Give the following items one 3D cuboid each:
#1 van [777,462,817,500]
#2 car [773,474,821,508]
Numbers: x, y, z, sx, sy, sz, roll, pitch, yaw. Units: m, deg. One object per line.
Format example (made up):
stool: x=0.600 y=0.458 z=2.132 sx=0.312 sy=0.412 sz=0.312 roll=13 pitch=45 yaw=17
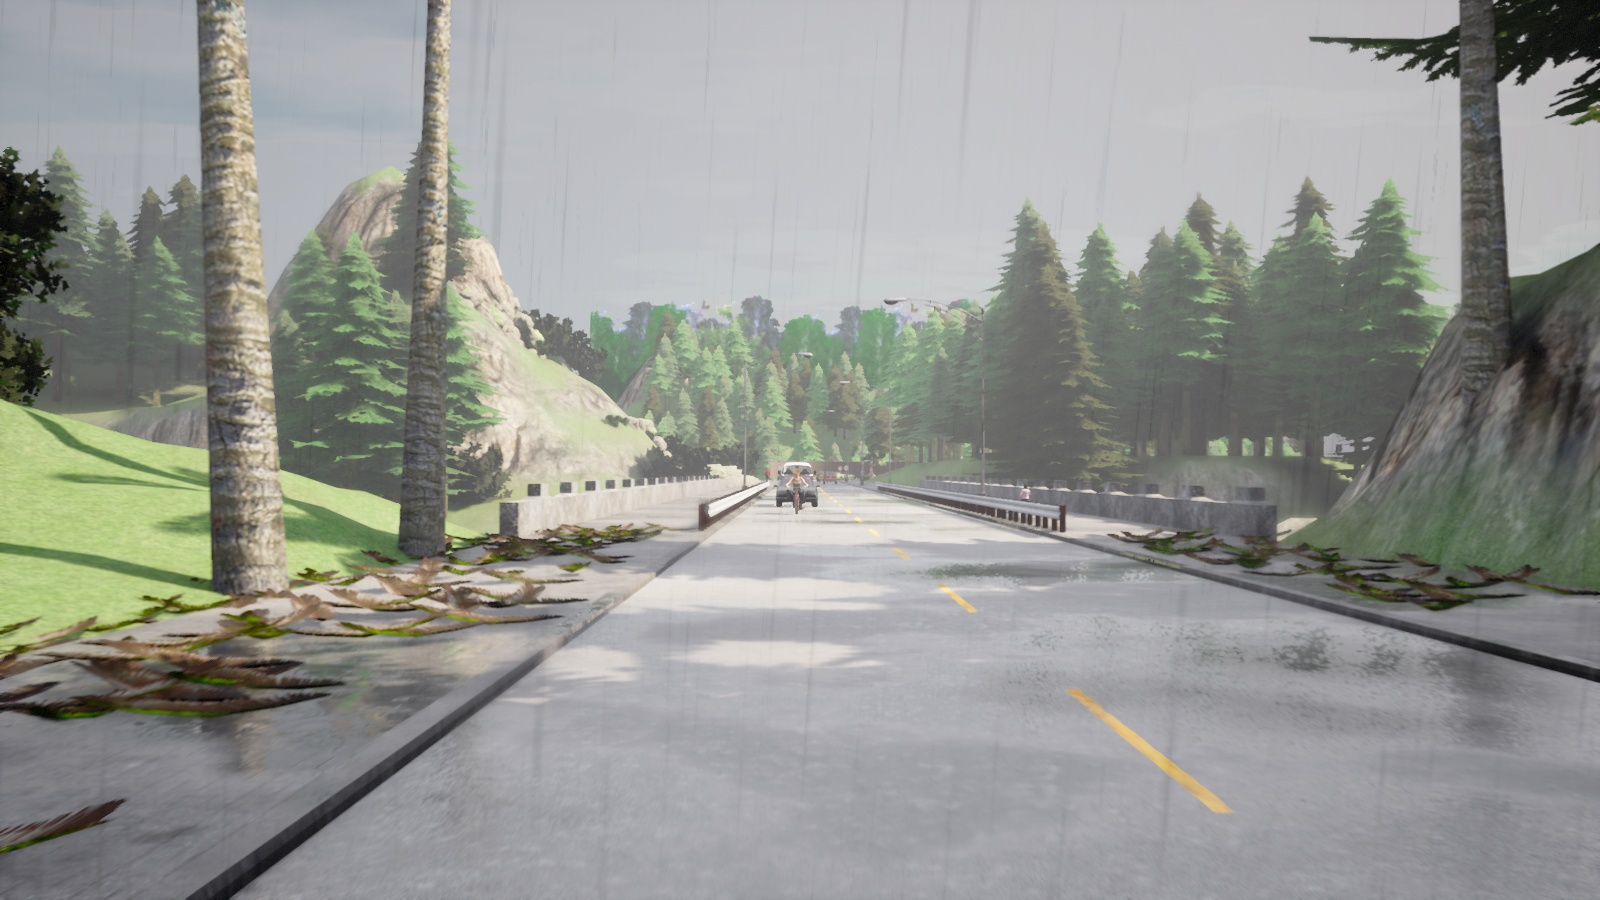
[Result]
van: x=-0.149 y=1.684 z=68.248 sx=2.069 sy=2.038 sz=4.480 roll=0 pitch=-1 yaw=0
car: x=-0.120 y=1.793 z=55.588 sx=2.033 sy=1.411 sz=5.357 roll=0 pitch=-1 yaw=0
